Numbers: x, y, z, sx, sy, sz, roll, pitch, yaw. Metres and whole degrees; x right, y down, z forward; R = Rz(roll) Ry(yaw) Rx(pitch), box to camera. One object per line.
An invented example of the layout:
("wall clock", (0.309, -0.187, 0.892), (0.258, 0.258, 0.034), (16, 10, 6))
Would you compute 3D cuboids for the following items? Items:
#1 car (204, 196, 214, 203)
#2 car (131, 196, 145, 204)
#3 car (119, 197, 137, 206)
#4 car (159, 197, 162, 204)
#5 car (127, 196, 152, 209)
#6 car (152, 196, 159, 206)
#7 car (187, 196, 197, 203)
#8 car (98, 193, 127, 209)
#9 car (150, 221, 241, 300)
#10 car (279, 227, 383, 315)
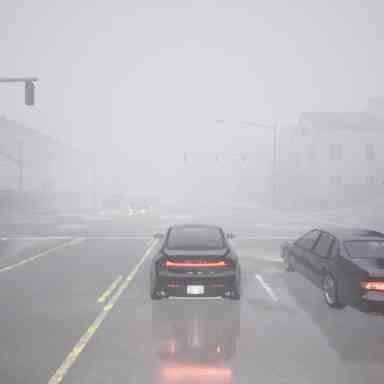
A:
("car", (3.505, 1.542, 69.150), (2.033, 1.411, 5.357), (0, 0, 0))
("car", (-10.527, 1.502, 65.388), (1.837, 1.490, 4.892), (0, 0, 0))
("car", (-10.582, 1.545, 55.196), (2.033, 1.411, 5.357), (0, 0, 0))
("car", (-7.032, 1.544, 65.030), (2.033, 1.411, 5.357), (0, 0, 1))
("car", (-7.094, 1.476, 45.164), (1.882, 1.535, 5.008), (0, 0, 0))
("car", (-7.085, 1.502, 54.619), (1.837, 1.490, 4.892), (0, 0, 0))
("car", (0.007, 1.544, 69.151), (2.033, 1.411, 5.357), (0, 0, 0))
("car", (-10.596, 1.219, 44.950), (2.150, 2.045, 5.566), (0, 0, 0))
("car", (0.076, 1.504, 8.384), (1.837, 1.490, 4.892), (0, 0, 0))
("car", (3.576, 1.547, 7.808), (2.033, 1.411, 5.357), (0, 0, 0))
